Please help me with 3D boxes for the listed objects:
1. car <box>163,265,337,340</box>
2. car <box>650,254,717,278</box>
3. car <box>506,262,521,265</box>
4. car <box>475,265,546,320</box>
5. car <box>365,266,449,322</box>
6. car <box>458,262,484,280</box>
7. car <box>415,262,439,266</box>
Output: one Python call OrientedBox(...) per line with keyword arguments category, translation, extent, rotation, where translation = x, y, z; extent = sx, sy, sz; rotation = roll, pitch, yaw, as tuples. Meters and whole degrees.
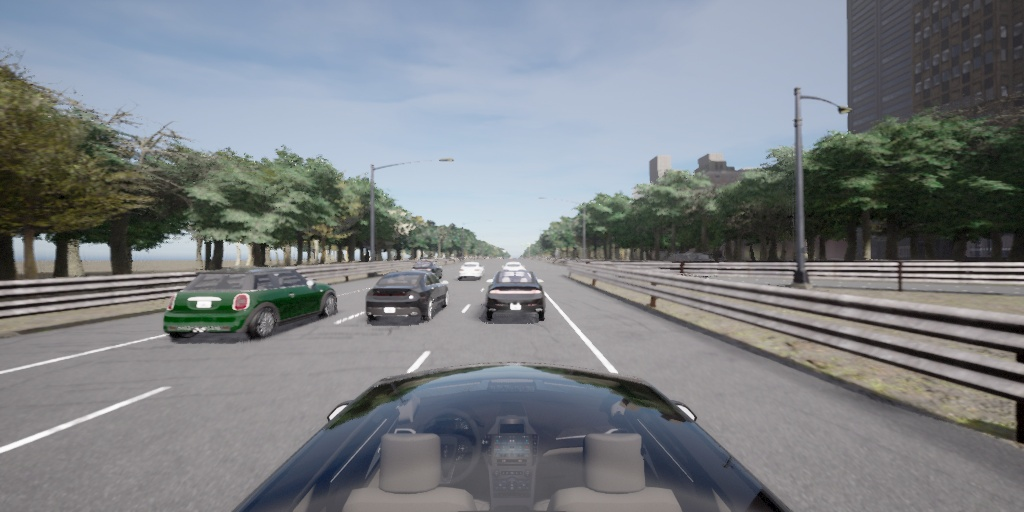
OrientedBox(category="car", translation=(-6.893, 1.102, 10.150), extent=(2.097, 1.767, 4.553), rotation=(0, 0, 0))
OrientedBox(category="car", translation=(14.496, 0.846, 30.658), extent=(2.150, 2.045, 5.566), rotation=(0, -1, -26))
OrientedBox(category="car", translation=(0.131, 1.242, 30.527), extent=(1.812, 1.442, 4.674), rotation=(0, 0, 0))
OrientedBox(category="car", translation=(0.106, 1.242, 12.572), extent=(2.128, 1.511, 4.902), rotation=(0, 0, 0))
OrientedBox(category="car", translation=(-3.393, 1.255, 12.373), extent=(1.837, 1.490, 4.892), rotation=(0, 0, 0))
OrientedBox(category="car", translation=(-3.382, 1.242, 30.503), extent=(1.812, 1.442, 4.674), rotation=(0, 0, 0))
OrientedBox(category="car", translation=(-6.882, 1.213, 29.309), extent=(2.128, 1.511, 4.902), rotation=(0, 0, 0))
